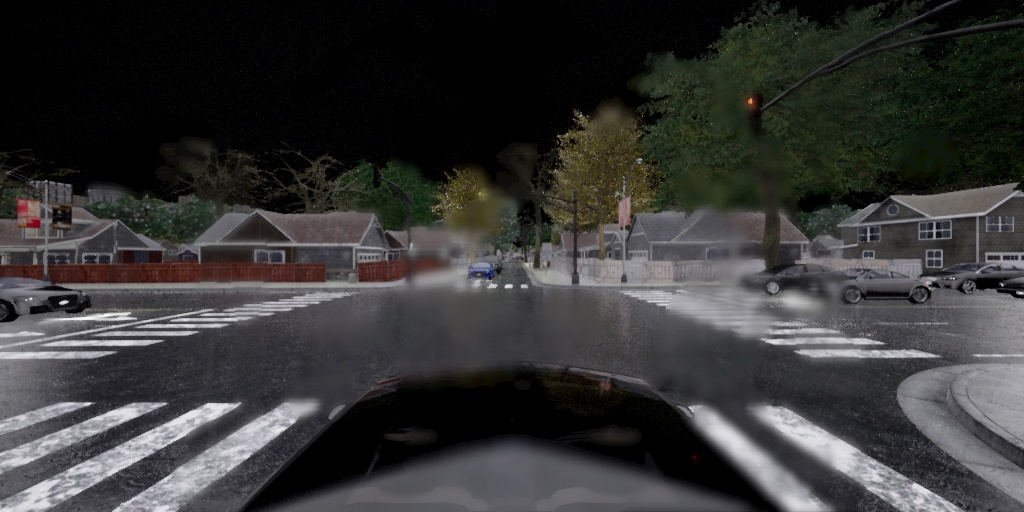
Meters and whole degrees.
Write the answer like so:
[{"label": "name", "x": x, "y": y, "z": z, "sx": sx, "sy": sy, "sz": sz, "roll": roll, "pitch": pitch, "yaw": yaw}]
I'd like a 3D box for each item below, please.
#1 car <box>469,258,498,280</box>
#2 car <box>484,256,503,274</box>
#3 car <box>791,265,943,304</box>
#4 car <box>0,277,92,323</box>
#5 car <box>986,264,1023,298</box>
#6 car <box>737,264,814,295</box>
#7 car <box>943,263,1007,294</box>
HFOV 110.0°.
[{"label": "car", "x": -2.592, "y": 1.239, "z": 31.428, "sx": 1.882, "sy": 1.535, "sz": 5.008, "roll": 0, "pitch": 0, "yaw": 1}, {"label": "car", "x": -2.397, "y": 0.990, "z": 41.665, "sx": 2.150, "sy": 2.045, "sz": 5.566, "roll": 0, "pitch": 0, "yaw": 1}, {"label": "car", "x": 14.717, "y": 1.215, "z": 15.087, "sx": 4.181, "sy": 1.385, "sz": 1.994, "roll": 0, "pitch": 0, "yaw": 1}, {"label": "car", "x": -17.120, "y": 1.406, "z": 12.145, "sx": 4.181, "sy": 1.385, "sz": 1.994, "roll": 0, "pitch": 0, "yaw": 1}, {"label": "car", "x": 23.954, "y": 1.148, "z": 14.939, "sx": 5.357, "sy": 1.411, "sz": 2.033, "roll": 0, "pitch": 0, "yaw": 1}, {"label": "car", "x": 14.263, "y": 1.157, "z": 18.335, "sx": 4.892, "sy": 1.490, "sz": 1.837, "roll": 0, "pitch": 0, "yaw": 2}, {"label": "car", "x": 23.593, "y": 1.092, "z": 18.197, "sx": 4.902, "sy": 1.511, "sz": 2.128, "roll": 0, "pitch": 0, "yaw": 1}]
